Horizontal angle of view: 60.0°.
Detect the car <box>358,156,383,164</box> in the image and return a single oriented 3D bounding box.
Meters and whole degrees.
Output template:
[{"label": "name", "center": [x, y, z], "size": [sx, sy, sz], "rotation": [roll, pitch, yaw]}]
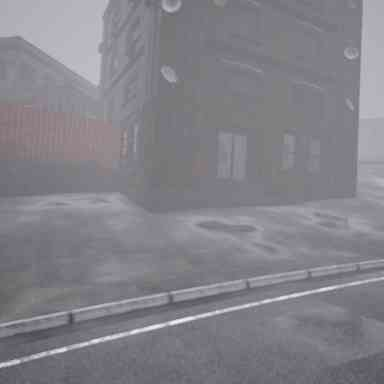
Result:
[{"label": "car", "center": [22.536, -3.727, 42.025], "size": [4.553, 1.767, 2.185], "rotation": [2, -2, 16]}]
